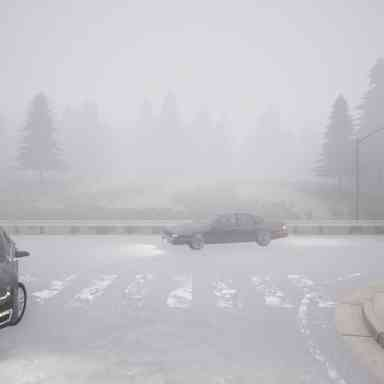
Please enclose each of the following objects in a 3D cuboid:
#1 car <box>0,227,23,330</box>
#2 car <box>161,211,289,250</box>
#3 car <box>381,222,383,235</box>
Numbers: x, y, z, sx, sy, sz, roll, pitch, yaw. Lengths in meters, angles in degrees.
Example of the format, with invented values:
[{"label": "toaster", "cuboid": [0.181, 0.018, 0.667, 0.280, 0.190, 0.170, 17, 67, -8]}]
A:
[{"label": "car", "cuboid": [-4.457, 1.505, 6.560, 1.837, 1.490, 4.892, 0, 0, -28]}, {"label": "car", "cuboid": [1.459, 1.547, 14.201, 5.357, 1.411, 2.033, 0, 0, -20]}, {"label": "car", "cuboid": [11.238, 1.492, 15.079, 4.902, 1.511, 2.128, 0, 0, 0]}]
